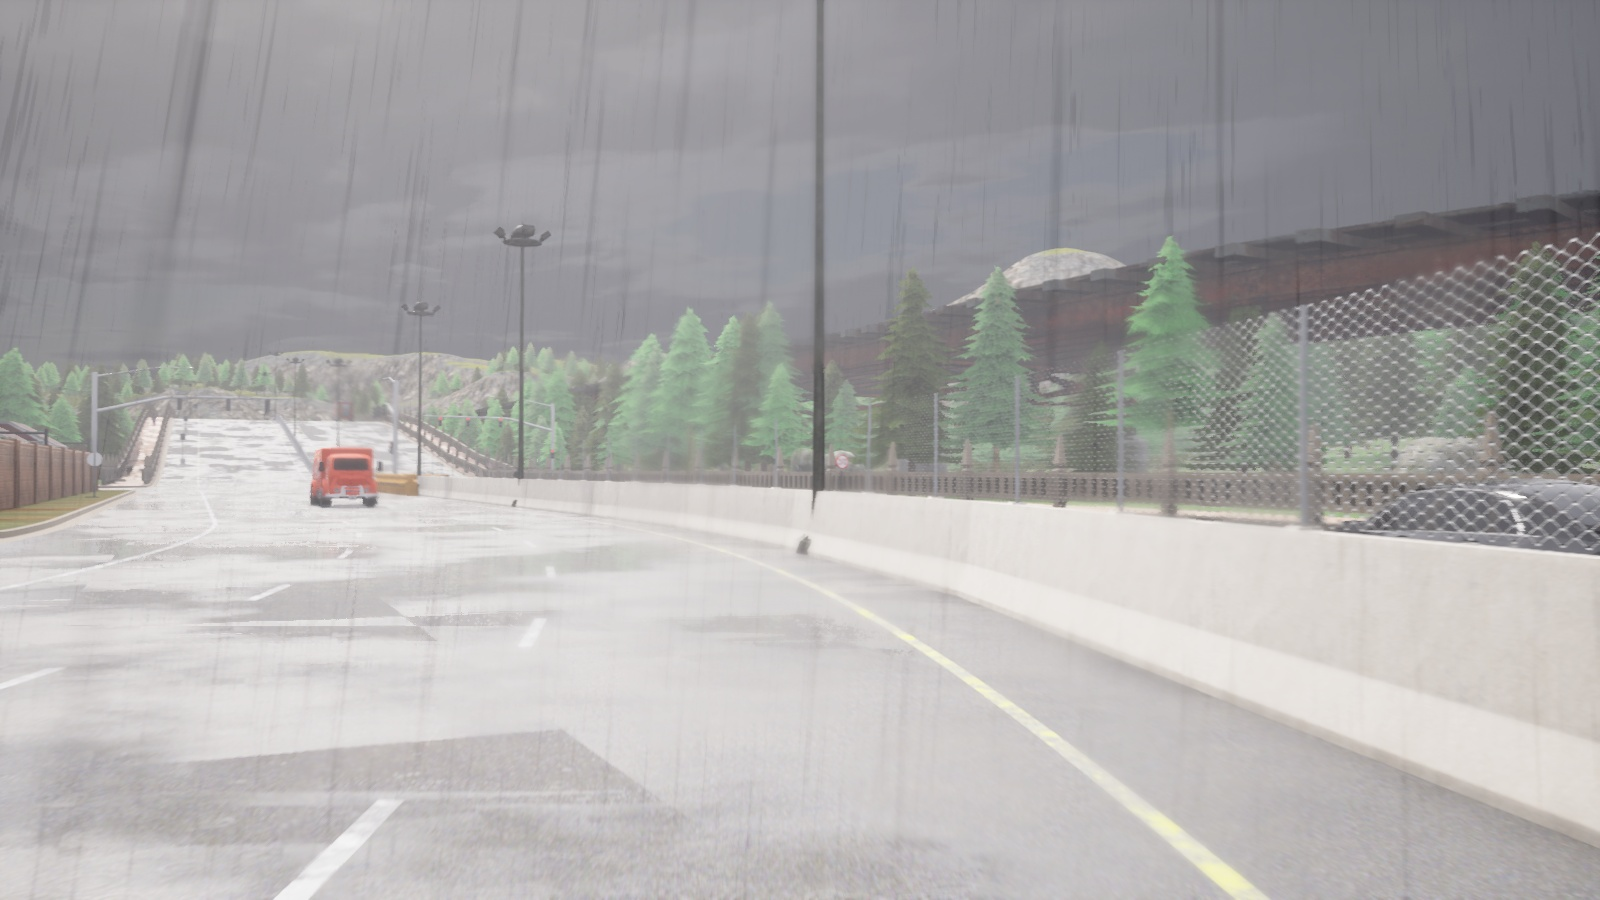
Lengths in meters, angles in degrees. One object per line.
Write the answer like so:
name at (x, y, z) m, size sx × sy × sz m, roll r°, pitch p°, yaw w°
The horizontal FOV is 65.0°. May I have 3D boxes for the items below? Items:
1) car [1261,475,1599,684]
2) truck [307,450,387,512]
car at (6.306, 0.985, 11.598) m, size 1.837 × 1.490 × 4.892 m, roll 0°, pitch -1°, yaw -6°
truck at (-19.218, 1.308, 53.123) m, size 2.627 × 2.467 × 5.204 m, roll 0°, pitch -1°, yaw -26°
